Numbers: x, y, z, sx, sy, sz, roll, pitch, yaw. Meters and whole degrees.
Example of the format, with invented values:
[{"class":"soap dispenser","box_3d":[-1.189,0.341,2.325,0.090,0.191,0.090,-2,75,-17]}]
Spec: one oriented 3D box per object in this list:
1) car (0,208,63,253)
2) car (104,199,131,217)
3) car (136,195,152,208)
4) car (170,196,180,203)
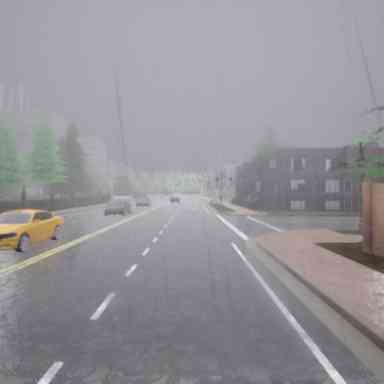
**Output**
[{"class":"car","box_3d":[-7.087,1.476,13.895,1.882,1.535,5.008,0,0,0]},{"class":"car","box_3d":[-7.065,1.503,31.926,1.837,1.490,4.892,0,0,0]},{"class":"car","box_3d":[-7.025,1.505,48.630,1.837,1.490,4.892,0,0,0]},{"class":"car","box_3d":[-3.423,1.478,67.813,1.882,1.535,5.008,0,0,0]}]
